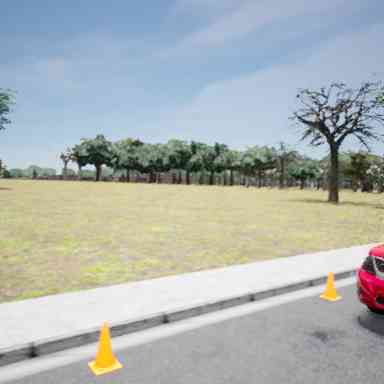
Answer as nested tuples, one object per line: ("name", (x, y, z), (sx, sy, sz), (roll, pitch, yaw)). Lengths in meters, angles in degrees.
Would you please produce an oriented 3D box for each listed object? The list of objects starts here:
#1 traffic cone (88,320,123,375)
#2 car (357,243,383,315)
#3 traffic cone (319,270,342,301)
("traffic cone", (-1.113, 1.948, 4.285), (0.340, 0.580, 0.340), (0, 0, -35))
("car", (5.526, 1.264, 6.454), (5.566, 2.045, 2.150), (1, 0, -35))
("traffic cone", (2.985, 1.978, 7.151), (0.340, 0.580, 0.340), (1, 0, -35))
